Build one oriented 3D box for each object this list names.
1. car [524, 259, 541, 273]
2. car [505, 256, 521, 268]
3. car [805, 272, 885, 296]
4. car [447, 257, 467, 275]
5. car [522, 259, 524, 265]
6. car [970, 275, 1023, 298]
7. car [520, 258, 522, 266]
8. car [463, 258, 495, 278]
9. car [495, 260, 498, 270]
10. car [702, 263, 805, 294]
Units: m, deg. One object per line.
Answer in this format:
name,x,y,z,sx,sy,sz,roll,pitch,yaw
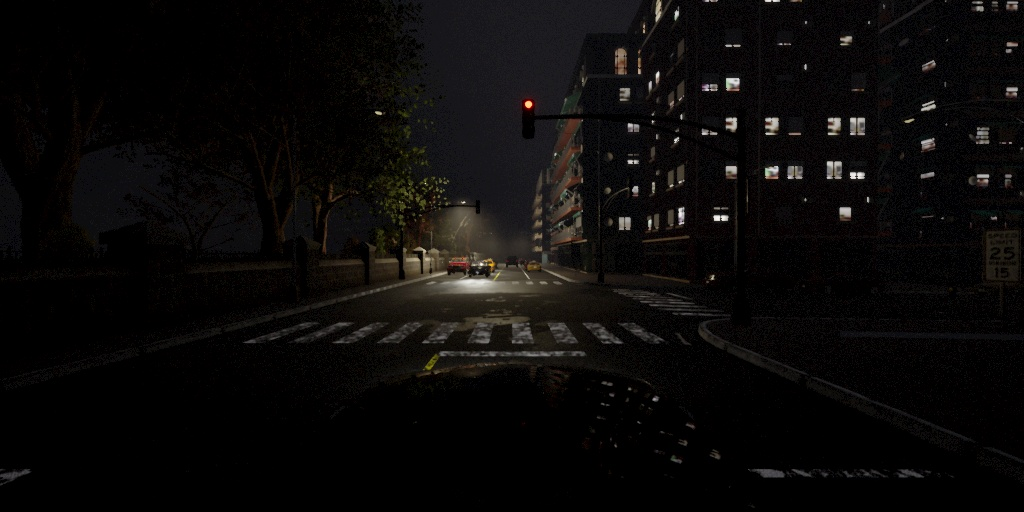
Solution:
car,2.707,1.283,44.481,1.751,1.417,4.829,0,0,0
car,0.025,0.992,63.707,2.150,2.045,5.566,0,0,0
car,20.302,1.671,22.202,4.507,1.381,1.888,0,0,0
car,-5.675,1.069,38.778,2.192,1.841,5.009,0,0,0
car,2.709,1.306,49.846,1.888,1.381,4.507,0,0,0
car,31.523,1.857,22.233,4.829,1.417,1.751,0,0,0
car,2.711,1.315,55.382,2.007,1.370,4.403,0,0,0
car,-3.074,1.244,34.718,2.128,1.511,4.902,0,0,0
car,-3.074,1.235,44.219,1.882,1.535,5.008,0,0,0
car,14.607,1.338,22.186,5.009,1.841,2.192,0,0,0
